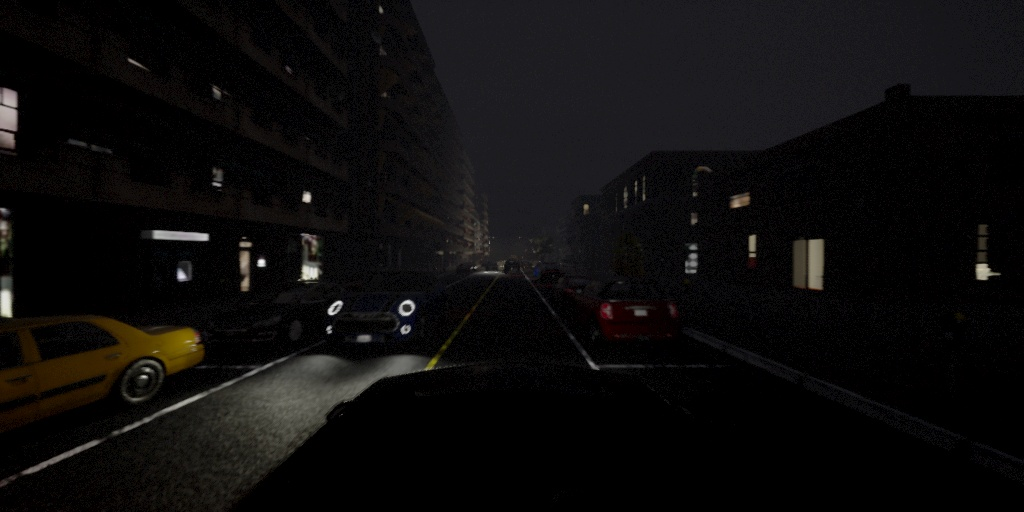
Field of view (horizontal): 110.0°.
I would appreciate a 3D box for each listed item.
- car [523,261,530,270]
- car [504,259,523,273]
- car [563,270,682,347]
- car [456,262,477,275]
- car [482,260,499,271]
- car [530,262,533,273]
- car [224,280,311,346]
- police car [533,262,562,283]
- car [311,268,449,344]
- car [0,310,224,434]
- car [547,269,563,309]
[{"bbox_3d":[2.676,1.579,60.713,1.751,1.417,4.829,0,0,0],"label":"car"},{"bbox_3d":[-0.011,1.314,45.216,2.128,1.511,4.902,0,0,0],"label":"car"},{"bbox_3d":[2.710,1.226,9.449,1.967,1.591,4.097,0,0,0],"label":"car"},{"bbox_3d":[-5.701,1.517,43.537,1.888,1.381,4.507,0,0,0],"label":"car"},{"bbox_3d":[-3.059,1.519,54.651,2.128,1.511,4.902,0,0,0],"label":"car"},{"bbox_3d":[3.131,1.403,36.685,1.882,1.535,5.008,0,0,0],"label":"car"},{"bbox_3d":[-5.713,1.346,9.473,2.007,1.370,4.403,0,0,0],"label":"car"},{"bbox_3d":[3.127,1.315,29.795,1.930,1.638,5.238,0,0,0],"label":"police car"},{"bbox_3d":[-3.090,1.146,9.751,2.097,1.767,4.553,0,0,0],"label":"car"},{"bbox_3d":[-5.764,1.292,3.626,1.751,1.417,4.829,0,0,0],"label":"car"},{"bbox_3d":[2.687,1.397,15.125,1.802,1.307,4.207,0,0,0],"label":"car"}]
